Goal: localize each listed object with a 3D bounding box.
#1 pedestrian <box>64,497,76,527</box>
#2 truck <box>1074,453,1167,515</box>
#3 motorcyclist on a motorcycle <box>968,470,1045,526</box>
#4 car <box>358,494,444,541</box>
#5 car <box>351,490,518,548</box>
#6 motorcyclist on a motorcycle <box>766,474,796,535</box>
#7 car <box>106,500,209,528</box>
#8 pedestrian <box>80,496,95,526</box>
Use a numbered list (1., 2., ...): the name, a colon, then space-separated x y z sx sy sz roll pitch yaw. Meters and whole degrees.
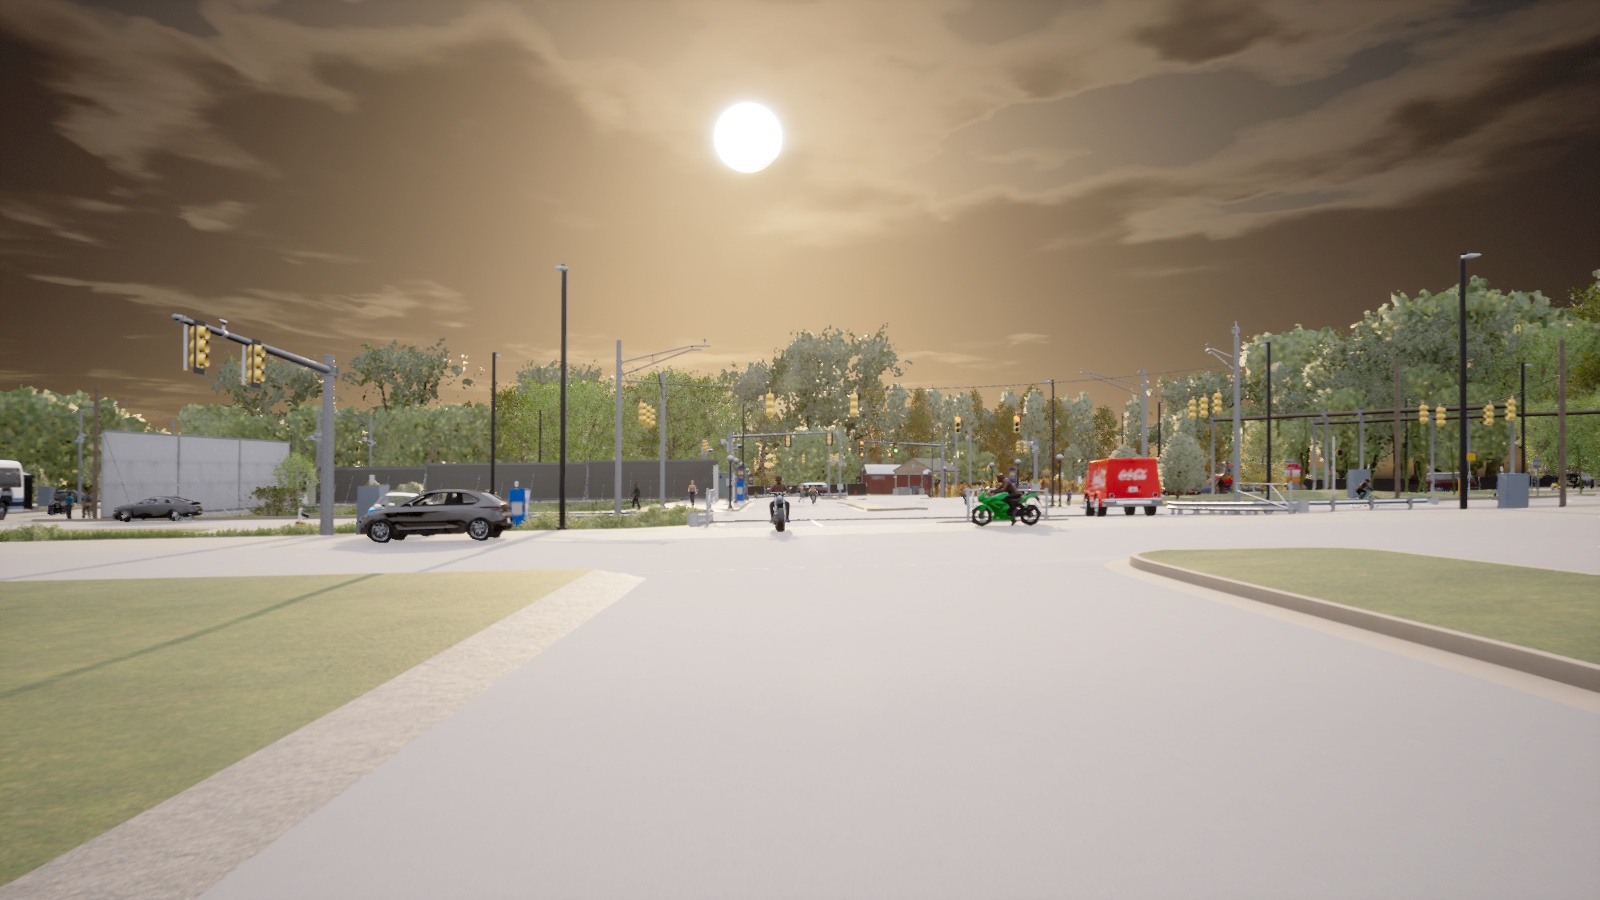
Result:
1. pedestrian: -47.329 4.027 81.410 0.396 1.930 0.692 0 -1 -1
2. truck: 13.944 1.552 54.993 2.627 2.467 5.204 -2 -3 -1
3. motorcyclist on a motorcycle: 5.917 1.380 36.043 2.044 1.523 0.797 -2 -1 -1
4. car: -12.437 2.109 39.239 2.207 1.376 1.481 -1 -1 -1
5. car: -10.356 1.943 35.774 4.193 1.474 1.816 -2 -1 -1
6. motorcyclist on a motorcycle: -0.564 1.561 36.493 0.766 1.649 2.350 -2 0 -2
7. car: -37.586 3.744 73.511 4.902 1.511 2.128 -1 -1 -1
8. pedestrian: -45.486 3.895 80.170 0.694 1.848 0.540 -1 -1 33
